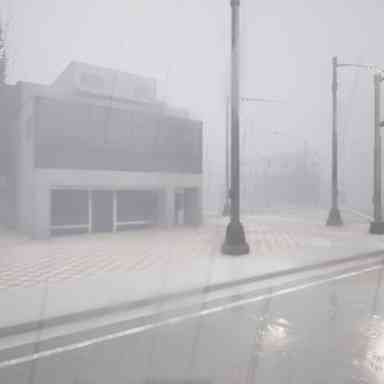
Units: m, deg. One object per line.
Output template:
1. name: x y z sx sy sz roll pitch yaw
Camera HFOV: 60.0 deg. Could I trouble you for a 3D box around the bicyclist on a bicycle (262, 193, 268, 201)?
1. bicyclist on a bicycle: 13.443 0.919 61.019 1.656 1.620 0.582 0 1 -35
